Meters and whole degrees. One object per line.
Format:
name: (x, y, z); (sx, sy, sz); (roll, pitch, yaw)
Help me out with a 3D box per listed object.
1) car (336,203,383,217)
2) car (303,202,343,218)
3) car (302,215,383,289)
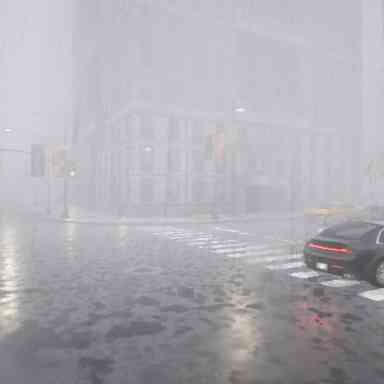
car: (11.899, 1.547, 20.935); (5.357, 1.411, 2.033); (0, 0, -29)
car: (10.234, 1.478, 24.010); (5.008, 1.535, 1.882); (0, 0, -29)
car: (5.237, 1.553, 9.173); (4.892, 1.490, 1.837); (0, 0, -29)
